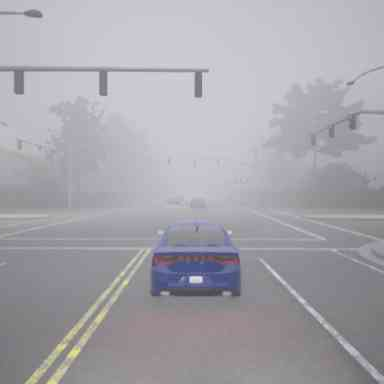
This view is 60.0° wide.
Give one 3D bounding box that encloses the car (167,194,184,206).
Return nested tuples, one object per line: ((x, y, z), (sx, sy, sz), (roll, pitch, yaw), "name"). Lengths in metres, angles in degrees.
((-2.766, 1.382, 51.838), (1.994, 1.385, 4.181), (0, 0, 1), "car")

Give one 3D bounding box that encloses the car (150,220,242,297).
((0.085, 1.447, 8.576), (1.882, 1.535, 5.008), (0, 0, 0), "car")

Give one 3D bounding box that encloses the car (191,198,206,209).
((0.821, 1.412, 43.435), (1.994, 1.385, 4.181), (0, 0, 1), "car")

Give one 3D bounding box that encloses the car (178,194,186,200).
((-2.428, 1.264, 82.737), (1.994, 1.385, 4.181), (0, 0, 0), "car")

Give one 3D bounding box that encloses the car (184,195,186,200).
((-2.571, 1.366, 67.288), (1.895, 1.301, 4.718), (0, 0, 1), "car")
